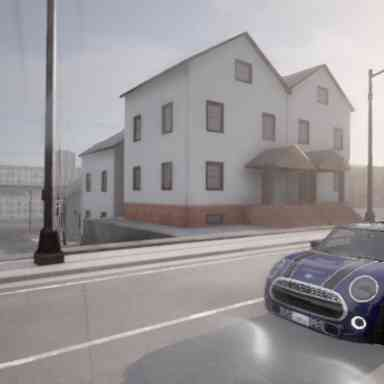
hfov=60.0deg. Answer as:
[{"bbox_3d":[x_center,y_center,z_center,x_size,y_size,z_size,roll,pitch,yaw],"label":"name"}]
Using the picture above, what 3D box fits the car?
[{"bbox_3d":[3.532,1.407,6.506,4.553,1.767,2.097,1,0,-35],"label":"car"}]
